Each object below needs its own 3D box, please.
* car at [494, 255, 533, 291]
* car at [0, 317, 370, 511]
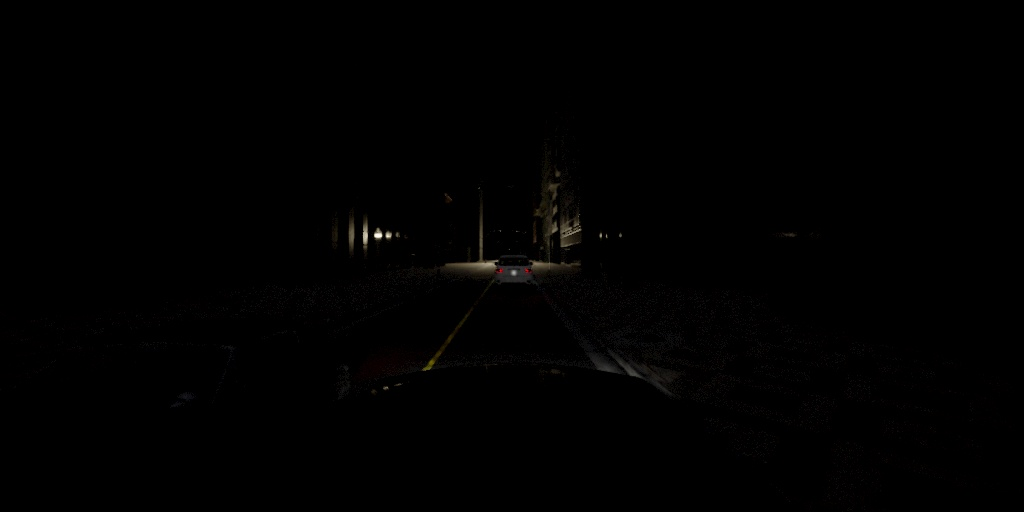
[{"bbox_3d":[0.102,0.945,21.813,2.150,2.045,5.566,0,0,0],"label":"car"},{"bbox_3d":[-3.101,1.351,3.240,1.895,1.301,4.718,0,0,0],"label":"car"}]
